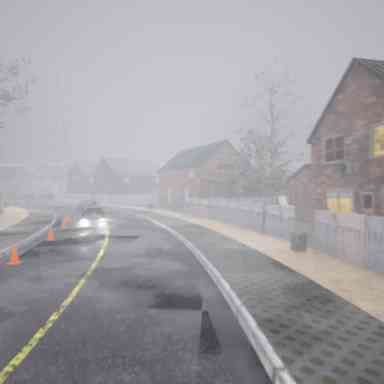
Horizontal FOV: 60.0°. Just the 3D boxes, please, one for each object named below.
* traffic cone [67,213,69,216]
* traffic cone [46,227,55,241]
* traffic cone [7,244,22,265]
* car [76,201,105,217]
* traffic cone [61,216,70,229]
[{"bbox_3d":[-9.091,1.828,24.312,0.340,0.580,0.340,0,0,-20],"label":"traffic cone"},{"bbox_3d":[-6.375,1.881,15.028,0.340,0.580,0.340,0,0,-13],"label":"traffic cone"},{"bbox_3d":[-5.474,1.910,10.274,0.340,0.580,0.340,0,0,-9],"label":"traffic cone"},{"bbox_3d":[-9.092,1.446,29.659,1.895,1.301,4.718,0,0,-26],"label":"car"},{"bbox_3d":[-7.582,1.854,19.715,0.340,0.580,0.340,0,0,-16],"label":"traffic cone"}]
